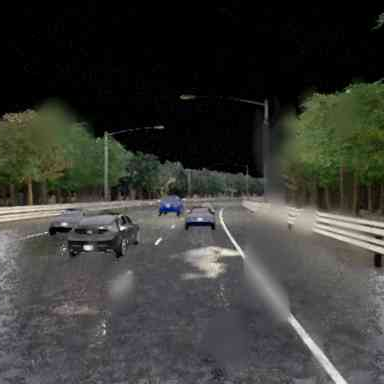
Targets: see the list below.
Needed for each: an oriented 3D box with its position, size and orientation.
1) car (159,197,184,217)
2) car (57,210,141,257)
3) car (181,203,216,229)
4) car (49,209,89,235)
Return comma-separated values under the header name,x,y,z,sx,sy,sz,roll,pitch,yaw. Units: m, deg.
name,x,y,z,sx,sy,sz,roll,pitch,yaw
car,-2.126,1.505,35.236,2.150,2.045,5.566,0,-1,4
car,-3.251,1.547,13.047,1.837,1.490,4.892,0,0,1
car,0.593,1.684,22.653,1.994,1.385,4.181,0,-1,3
car,-6.551,1.669,19.298,1.994,1.385,4.181,0,-1,2
